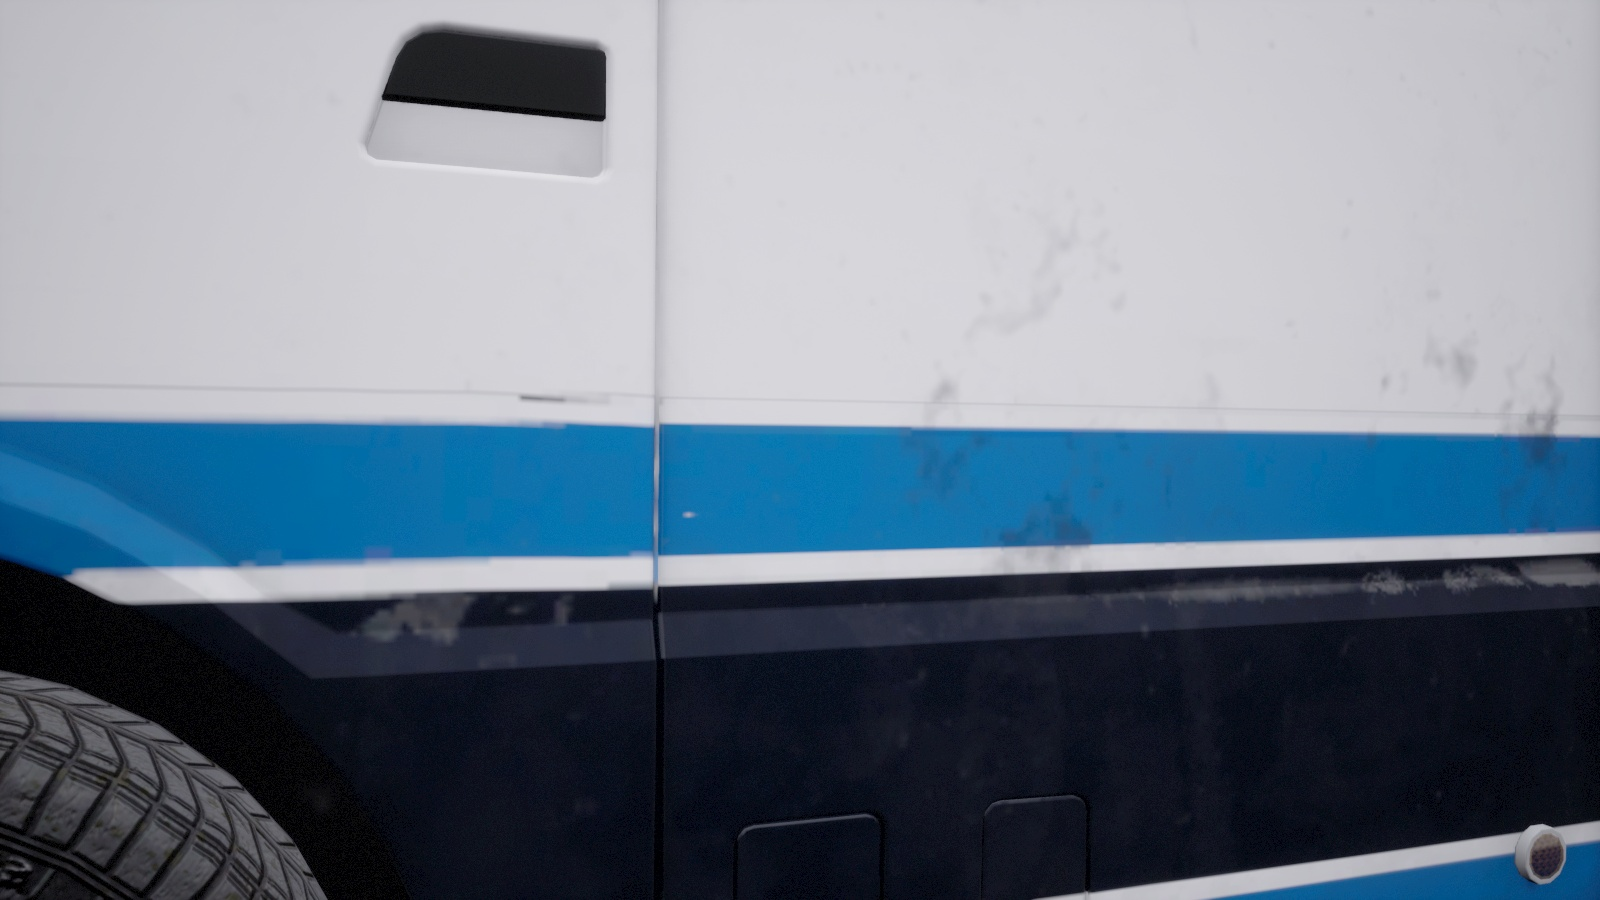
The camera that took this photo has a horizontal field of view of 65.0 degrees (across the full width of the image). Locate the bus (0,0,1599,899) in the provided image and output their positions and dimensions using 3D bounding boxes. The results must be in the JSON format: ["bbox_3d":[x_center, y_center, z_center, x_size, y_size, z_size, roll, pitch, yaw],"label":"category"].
[{"bbox_3d":[1.219,-0.652,3.684,10.273,4.253,3.944,-1,1,-21],"label":"bus"}]
